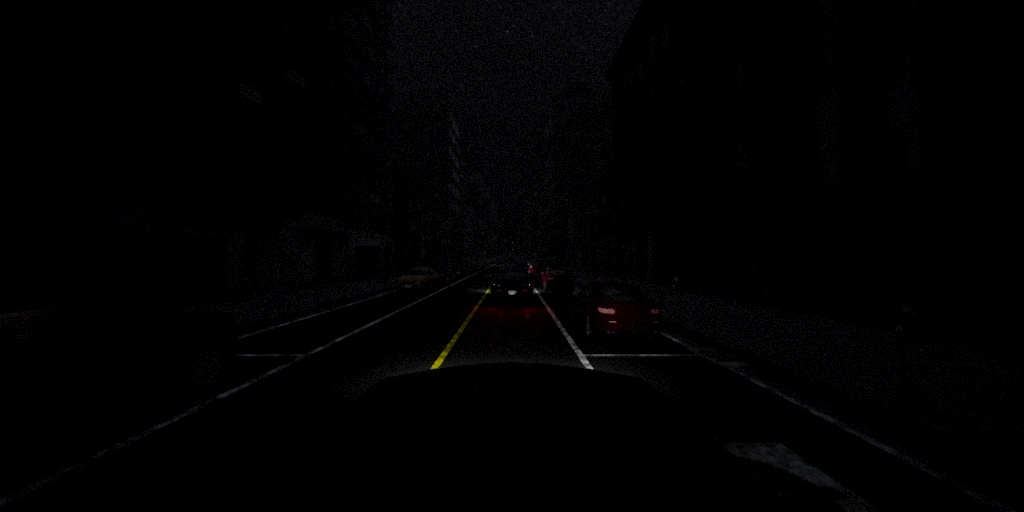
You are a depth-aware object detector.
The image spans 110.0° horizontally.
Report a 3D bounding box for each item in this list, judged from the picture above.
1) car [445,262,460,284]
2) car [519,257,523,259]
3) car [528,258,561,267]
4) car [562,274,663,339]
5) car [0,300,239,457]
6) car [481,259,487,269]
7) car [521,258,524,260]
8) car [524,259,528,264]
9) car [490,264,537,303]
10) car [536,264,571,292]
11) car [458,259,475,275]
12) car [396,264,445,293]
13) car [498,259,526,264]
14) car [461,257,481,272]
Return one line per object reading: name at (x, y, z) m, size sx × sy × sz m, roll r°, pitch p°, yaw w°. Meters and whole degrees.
car at (-5.387, 1.306, 26.792) m, size 1.948 × 1.339 × 4.313 m, roll 0°, pitch 0°, yaw 0°
car at (2.638, 1.283, 60.886) m, size 1.948 × 1.339 × 4.313 m, roll 0°, pitch 0°, yaw 0°
car at (2.638, 1.055, 26.798) m, size 2.192 × 1.841 × 5.009 m, roll 0°, pitch 0°, yaw 0°
car at (2.637, 1.329, 9.753) m, size 1.802 × 1.307 × 4.207 m, roll 0°, pitch 0°, yaw 0°
car at (-5.388, 1.292, 4.064) m, size 1.888 × 1.381 × 4.507 m, roll 0°, pitch 0°, yaw 0°
car at (-5.387, 1.161, 55.201) m, size 1.967 × 1.591 × 4.097 m, roll 0°, pitch 0°, yaw 0°
car at (2.638, 1.275, 49.523) m, size 2.007 × 1.370 × 4.403 m, roll 0°, pitch 0°, yaw 0°
car at (2.638, 1.172, 38.160) m, size 1.967 × 1.591 × 4.097 m, roll 0°, pitch 0°, yaw 0°
car at (0.000, 1.279, 16.500) m, size 1.812 × 1.442 × 4.674 m, roll 0°, pitch 0°, yaw 0°
car at (2.638, 1.326, 21.117) m, size 1.802 × 1.307 × 4.207 m, roll 0°, pitch 0°, yaw 0°
car at (-5.388, 1.298, 38.156) m, size 1.948 × 1.339 × 4.313 m, roll 0°, pitch 0°, yaw 0°
car at (-5.388, 1.269, 20.940) m, size 1.751 × 1.417 × 4.829 m, roll 0°, pitch 0°, yaw 0°
car at (0.000, 1.271, 31.500) m, size 1.812 × 1.442 × 4.674 m, roll 0°, pitch 0°, yaw 0°
car at (-5.388, 1.043, 43.837) m, size 2.192 × 1.841 × 5.009 m, roll 0°, pitch 0°, yaw 0°
